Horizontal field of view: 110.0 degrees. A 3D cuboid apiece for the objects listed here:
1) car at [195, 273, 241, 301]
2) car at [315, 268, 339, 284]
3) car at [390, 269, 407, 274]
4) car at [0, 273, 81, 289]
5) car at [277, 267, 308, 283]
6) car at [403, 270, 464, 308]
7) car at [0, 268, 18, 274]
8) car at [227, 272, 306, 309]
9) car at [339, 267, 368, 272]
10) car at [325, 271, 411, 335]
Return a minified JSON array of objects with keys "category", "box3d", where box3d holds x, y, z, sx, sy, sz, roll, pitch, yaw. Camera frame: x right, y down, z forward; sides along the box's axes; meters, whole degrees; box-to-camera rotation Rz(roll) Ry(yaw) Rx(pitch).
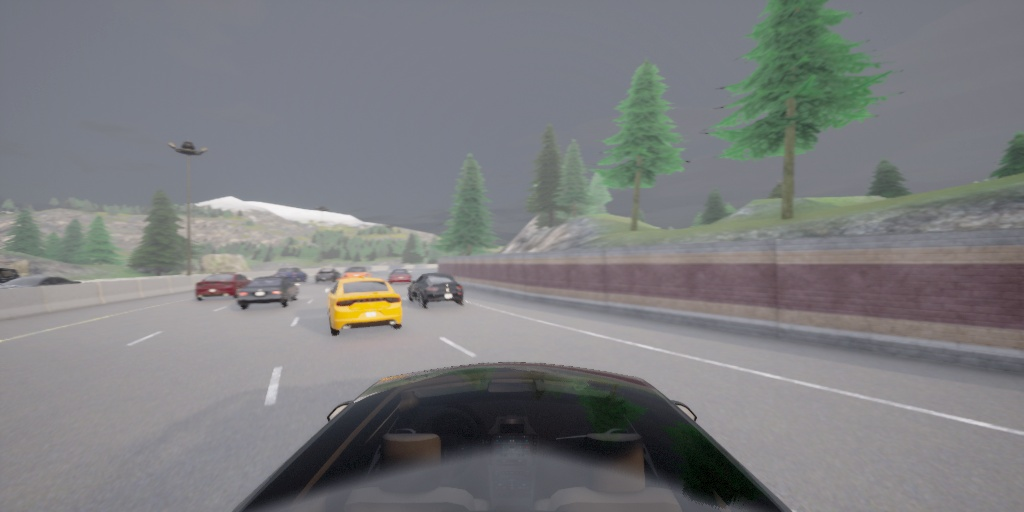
[{"category":"car","box3d":[-17.332,1.776,21.911,1.882,1.535,5.008,-1,-1,-22]},{"category":"car","box3d":[-18.813,2.001,36.946,2.128,1.511,4.902,-1,-1,-16]},{"category":"car","box3d":[-10.290,1.878,33.044,1.994,1.385,4.181,-1,-1,-19]},{"category":"car","box3d":[-28.661,1.966,21.498,1.882,1.535,5.008,-1,-1,-20]},{"category":"car","box3d":[-22.186,1.908,36.099,2.097,1.767,4.553,-1,-1,-17]},{"category":"car","box3d":[-3.642,1.526,16.882,1.812,1.442,4.674,-1,-1,-26]},{"category":"car","box3d":[-32.248,1.769,21.056,2.150,2.045,5.566,-1,-1,-20]},{"category":"car","box3d":[-11.745,1.696,17.555,2.033,1.411,5.357,-1,-1,-24]},{"category":"car","box3d":[-13.271,1.692,30.935,2.097,1.767,4.553,-1,-1,-20]},{"category":"car","box3d":[-4.885,1.434,11.636,1.882,1.535,5.008,-1,-1,-28]}]
